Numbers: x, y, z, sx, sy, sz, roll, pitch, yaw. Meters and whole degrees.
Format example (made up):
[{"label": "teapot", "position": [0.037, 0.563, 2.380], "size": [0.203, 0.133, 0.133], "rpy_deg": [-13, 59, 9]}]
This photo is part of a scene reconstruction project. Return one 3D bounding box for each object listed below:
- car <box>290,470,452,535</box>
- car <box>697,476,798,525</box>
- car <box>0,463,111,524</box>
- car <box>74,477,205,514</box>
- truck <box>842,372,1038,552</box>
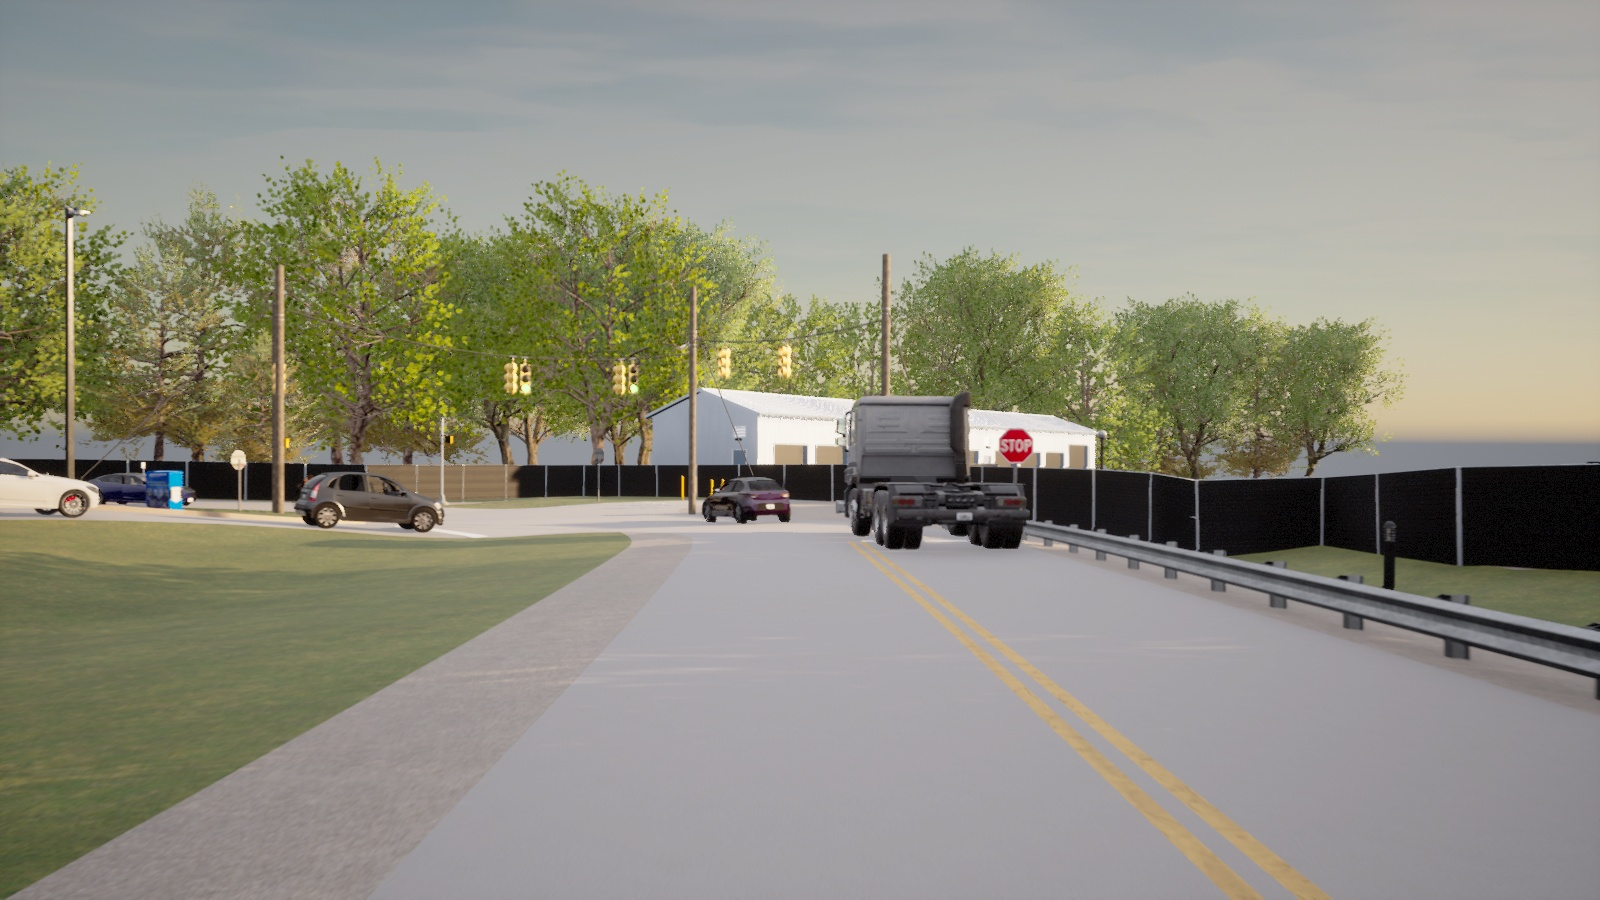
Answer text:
[{"label": "car", "position": [-12.329, 1.524, 36.163], "size": [3.988, 1.617, 1.851], "rpy_deg": [5, -2, -33]}, {"label": "car", "position": [-1.798, 1.668, 41.449], "size": [1.816, 1.474, 4.193], "rpy_deg": [-1, -2, -25]}, {"label": "car", "position": [-19.451, 1.025, 30.211], "size": [1.812, 1.442, 4.674], "rpy_deg": [0, -2, 39]}, {"label": "car", "position": [-29.455, 1.998, 56.081], "size": [4.792, 1.488, 2.163], "rpy_deg": [1, 1, 6]}, {"label": "truck", "position": [2.842, 0.290, 28.247], "size": [2.891, 3.462, 7.936], "rpy_deg": [0, -1, -5]}]
